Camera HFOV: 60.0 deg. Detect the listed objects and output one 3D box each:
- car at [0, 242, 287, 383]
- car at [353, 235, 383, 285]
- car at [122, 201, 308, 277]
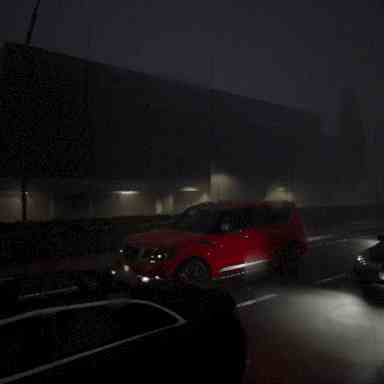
[{"bbox_3d":[-1.664,1.549,2.766,4.902,1.511,2.128,0,-1,-37],"label":"car"},{"bbox_3d":[5.979,1.522,8.429,4.674,1.442,1.812,0,-1,-36],"label":"car"},{"bbox_3d":[0.785,1.296,8.929,5.566,2.045,2.150,-1,0,-36],"label":"car"}]
